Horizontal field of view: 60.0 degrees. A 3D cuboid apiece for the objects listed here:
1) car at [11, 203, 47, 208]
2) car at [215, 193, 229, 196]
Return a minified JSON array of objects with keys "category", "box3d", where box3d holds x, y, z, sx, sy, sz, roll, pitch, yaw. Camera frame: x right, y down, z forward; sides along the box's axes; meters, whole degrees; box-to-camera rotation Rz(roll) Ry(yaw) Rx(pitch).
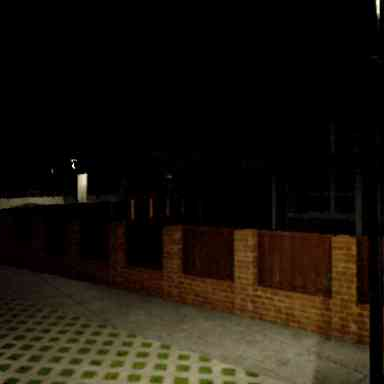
[{"category":"car","box3d":[-10.812,1.457,21.974,2.033,1.411,5.357,0,1,39]},{"category":"car","box3d":[3.130,0.936,37.313,5.008,1.535,1.882,-2,1,-44]}]
